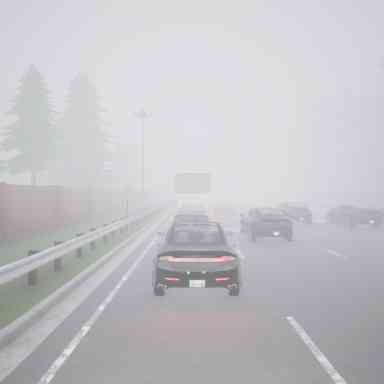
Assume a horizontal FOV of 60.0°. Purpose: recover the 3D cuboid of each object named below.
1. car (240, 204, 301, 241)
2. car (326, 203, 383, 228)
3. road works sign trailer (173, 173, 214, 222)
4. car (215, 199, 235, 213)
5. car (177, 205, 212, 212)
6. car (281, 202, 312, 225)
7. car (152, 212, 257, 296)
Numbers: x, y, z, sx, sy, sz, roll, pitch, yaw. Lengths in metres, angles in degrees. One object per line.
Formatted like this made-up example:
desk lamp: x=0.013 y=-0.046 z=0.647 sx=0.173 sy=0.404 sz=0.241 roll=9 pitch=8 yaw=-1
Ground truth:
car: x=3.596 y=1.505 z=16.593 sx=1.837 sy=1.490 sz=4.892 roll=0 pitch=0 yaw=0
car: x=10.595 y=1.504 z=22.045 sx=1.837 sy=1.490 sz=4.892 roll=0 pitch=0 yaw=0
road works sign trailer: x=0.063 y=0.464 z=22.973 sx=2.380 sy=3.560 sz=2.880 roll=0 pitch=0 yaw=-2
car: x=3.589 y=1.526 z=36.605 sx=1.812 sy=1.442 sz=4.674 roll=0 pitch=0 yaw=0
car: x=0.082 y=1.474 z=19.052 sx=1.882 sy=1.535 sz=5.008 roll=0 pitch=0 yaw=4
car: x=7.093 y=1.503 z=23.933 sx=1.837 sy=1.490 sz=4.892 roll=0 pitch=0 yaw=0
car: x=0.098 y=1.491 z=8.621 sx=2.128 sy=1.511 sz=4.902 roll=0 pitch=0 yaw=0
